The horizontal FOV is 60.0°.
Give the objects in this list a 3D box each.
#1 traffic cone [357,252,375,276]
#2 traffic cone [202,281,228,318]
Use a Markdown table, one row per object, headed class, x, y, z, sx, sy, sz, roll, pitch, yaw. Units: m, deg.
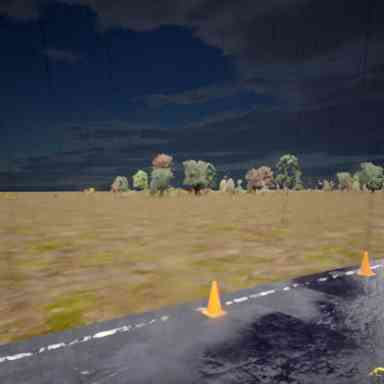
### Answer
| class | x | y | z | sx | sy | sz | roll | pitch | yaw |
| --- | --- | --- | --- | --- | --- | --- | --- | --- | --- |
| traffic cone | 4.643 | 1.893 | 8.870 | 0.340 | 0.580 | 0.340 | 0 | 0 | -33 |
| traffic cone | 0.414 | 1.924 | 6.080 | 0.340 | 0.580 | 0.340 | 0 | 0 | -34 |
